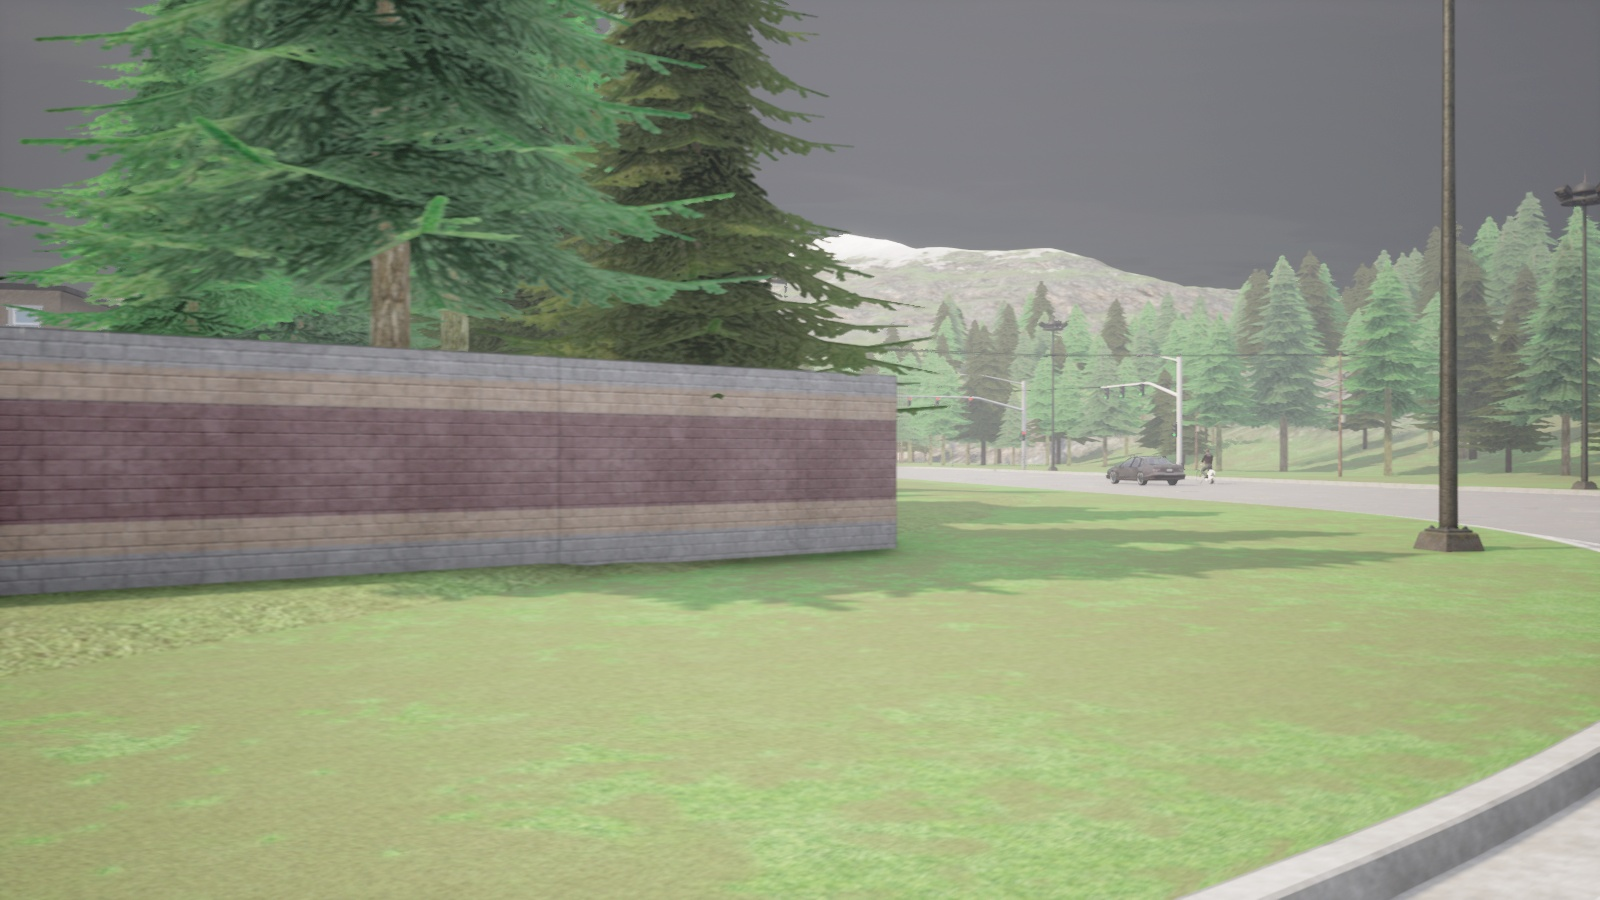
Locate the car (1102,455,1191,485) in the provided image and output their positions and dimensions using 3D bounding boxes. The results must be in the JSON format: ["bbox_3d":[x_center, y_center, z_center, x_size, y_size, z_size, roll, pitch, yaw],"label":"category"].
[{"bbox_3d":[16.870,0.929,61.434,2.033,1.411,5.357,0,0,-11],"label":"car"}]
